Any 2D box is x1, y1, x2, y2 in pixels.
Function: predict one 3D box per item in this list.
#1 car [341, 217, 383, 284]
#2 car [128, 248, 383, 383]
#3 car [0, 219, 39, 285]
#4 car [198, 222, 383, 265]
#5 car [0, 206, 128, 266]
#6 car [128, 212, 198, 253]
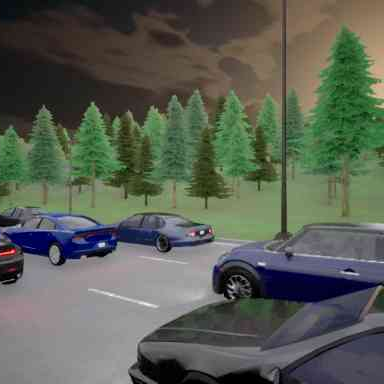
[{"bbox_3d":[6.401,1.505,7.997,4.892,1.490,1.837,0,0,36],"label":"car"},{"bbox_3d":[1.956,1.547,2.543,5.357,1.411,2.033,0,0,36],"label":"car"},{"bbox_3d":[-6.083,1.505,8.284,4.892,1.490,1.837,0,0,36],"label":"car"},{"bbox_3d":[2.630,1.353,6.378,4.553,1.767,2.097,0,0,36],"label":"car"},{"bbox_3d":[-4.797,1.478,11.685,5.008,1.535,1.882,0,0,35],"label":"car"},{"bbox_3d":[-1.673,1.547,13.757,5.357,1.411,2.033,0,0,35],"label":"car"}]
